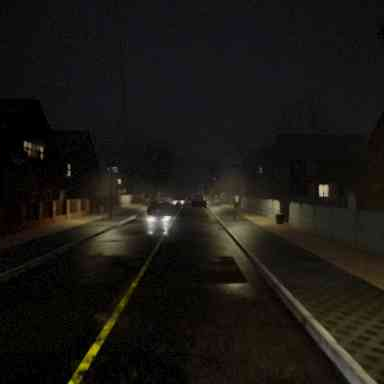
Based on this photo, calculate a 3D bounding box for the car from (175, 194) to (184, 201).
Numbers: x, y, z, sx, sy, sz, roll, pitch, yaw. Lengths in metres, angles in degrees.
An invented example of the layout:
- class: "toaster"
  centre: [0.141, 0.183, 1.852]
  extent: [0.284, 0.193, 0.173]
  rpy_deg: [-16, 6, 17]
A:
- class: "car"
  centre: [-2.759, 1.163, 70.442]
  extent: [1.895, 1.301, 4.718]
  rpy_deg: [0, 0, 0]

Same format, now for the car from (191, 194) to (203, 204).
- class: "car"
  centre: [0.818, 1.114, 56.983]
  extent: [1.801, 1.575, 5.366]
  rpy_deg: [0, 0, 0]

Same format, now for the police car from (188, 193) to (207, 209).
- class: "police car"
  centre: [0.820, 1.185, 40.900]
  extent: [1.930, 1.638, 5.238]
  rpy_deg: [0, 0, 0]

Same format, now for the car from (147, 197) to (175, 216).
- class: "car"
  centre: [-2.850, 1.391, 29.951]
  extent: [1.994, 1.385, 4.181]
  rpy_deg: [0, 0, 0]

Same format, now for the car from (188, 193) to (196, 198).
- class: "car"
  centre: [-0.012, 0.884, 90.777]
  extent: [2.033, 1.411, 5.357]
  rpy_deg: [0, 0, 0]

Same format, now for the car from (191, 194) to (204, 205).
- class: "car"
  centre: [0.818, 1.152, 50.983]
  extent: [1.801, 1.575, 5.366]
  rpy_deg: [0, 0, 0]
